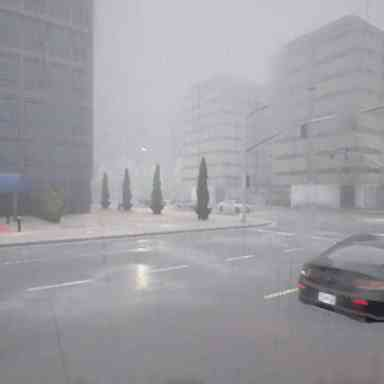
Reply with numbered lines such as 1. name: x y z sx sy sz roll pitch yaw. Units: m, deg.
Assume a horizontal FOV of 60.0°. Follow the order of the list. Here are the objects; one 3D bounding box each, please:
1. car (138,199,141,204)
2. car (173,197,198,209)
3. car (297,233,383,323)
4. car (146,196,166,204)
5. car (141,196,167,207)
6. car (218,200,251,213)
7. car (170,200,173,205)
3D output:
1. car: -9.015 1.721 65.592 1.994 1.385 4.181 0 0 -35
2. car: -0.292 1.738 46.744 1.895 1.301 4.718 0 0 -35
3. car: 4.064 1.562 6.720 4.674 1.442 1.812 0 0 -35
4. car: -7.575 1.678 69.569 1.837 1.490 4.892 0 0 -35
5. car: -6.079 1.491 55.006 2.097 1.767 4.553 0 0 -36
6. car: 4.928 1.662 39.315 1.812 1.442 4.674 0 0 -35
7. car: -2.284 1.700 62.097 1.812 1.442 4.674 0 0 -35
